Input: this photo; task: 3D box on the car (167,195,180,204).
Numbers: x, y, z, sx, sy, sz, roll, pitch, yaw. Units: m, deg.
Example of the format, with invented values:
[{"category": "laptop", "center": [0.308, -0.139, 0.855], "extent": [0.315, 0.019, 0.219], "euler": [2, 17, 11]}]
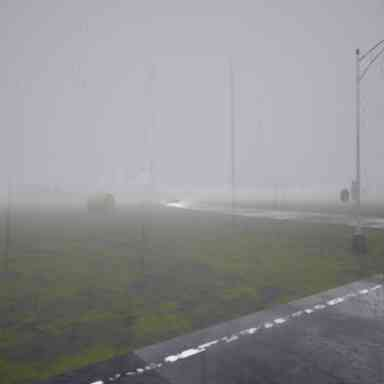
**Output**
[{"category": "car", "center": [-3.388, 1.346, 60.348], "extent": [1.837, 1.490, 4.892], "euler": [-1, 0, -12]}]
